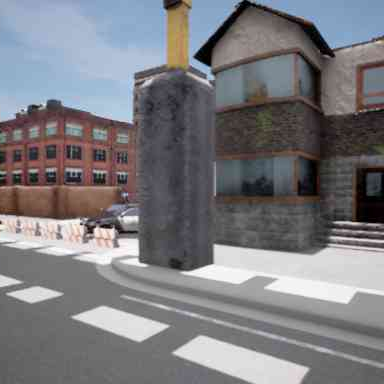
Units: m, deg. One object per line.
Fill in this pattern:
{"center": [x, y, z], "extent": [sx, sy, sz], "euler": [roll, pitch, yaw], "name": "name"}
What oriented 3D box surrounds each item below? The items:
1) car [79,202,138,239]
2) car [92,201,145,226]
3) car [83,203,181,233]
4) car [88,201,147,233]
{"center": [-3.052, 1.392, 16.766], "extent": [4.974, 1.542, 2.038], "euler": [0, 0, -25], "name": "car"}
{"center": [-4.342, 1.219, 20.317], "extent": [1.853, 1.218, 4.536], "euler": [0, 0, 5], "name": "car"}
{"center": [-3.004, 1.235, 16.788], "extent": [4.536, 1.218, 1.853], "euler": [0, 0, -25], "name": "car"}
{"center": [-4.347, 1.377, 20.265], "extent": [2.038, 1.542, 4.974], "euler": [0, 0, 5], "name": "car"}
